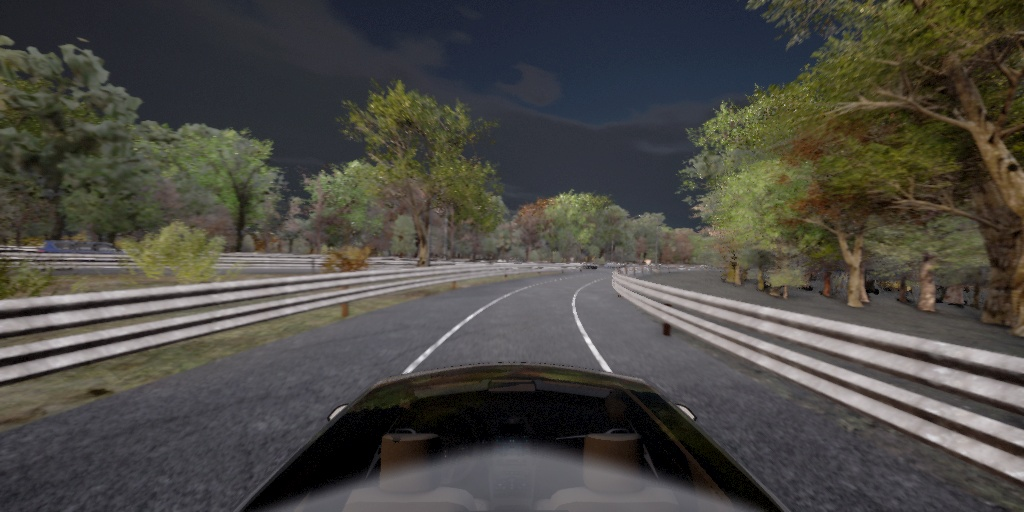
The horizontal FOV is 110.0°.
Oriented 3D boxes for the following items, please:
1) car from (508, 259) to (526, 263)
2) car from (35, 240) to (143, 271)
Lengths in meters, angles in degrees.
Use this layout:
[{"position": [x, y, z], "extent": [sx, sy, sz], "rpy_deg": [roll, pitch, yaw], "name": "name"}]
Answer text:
[{"position": [1.187, 1.431, 63.892], "extent": [2.097, 1.767, 4.553], "rpy_deg": [2, 0, 44], "name": "car"}, {"position": [-30.296, -0.013, 26.231], "extent": [2.150, 2.045, 5.566], "rpy_deg": [2, 0, 44], "name": "car"}]
